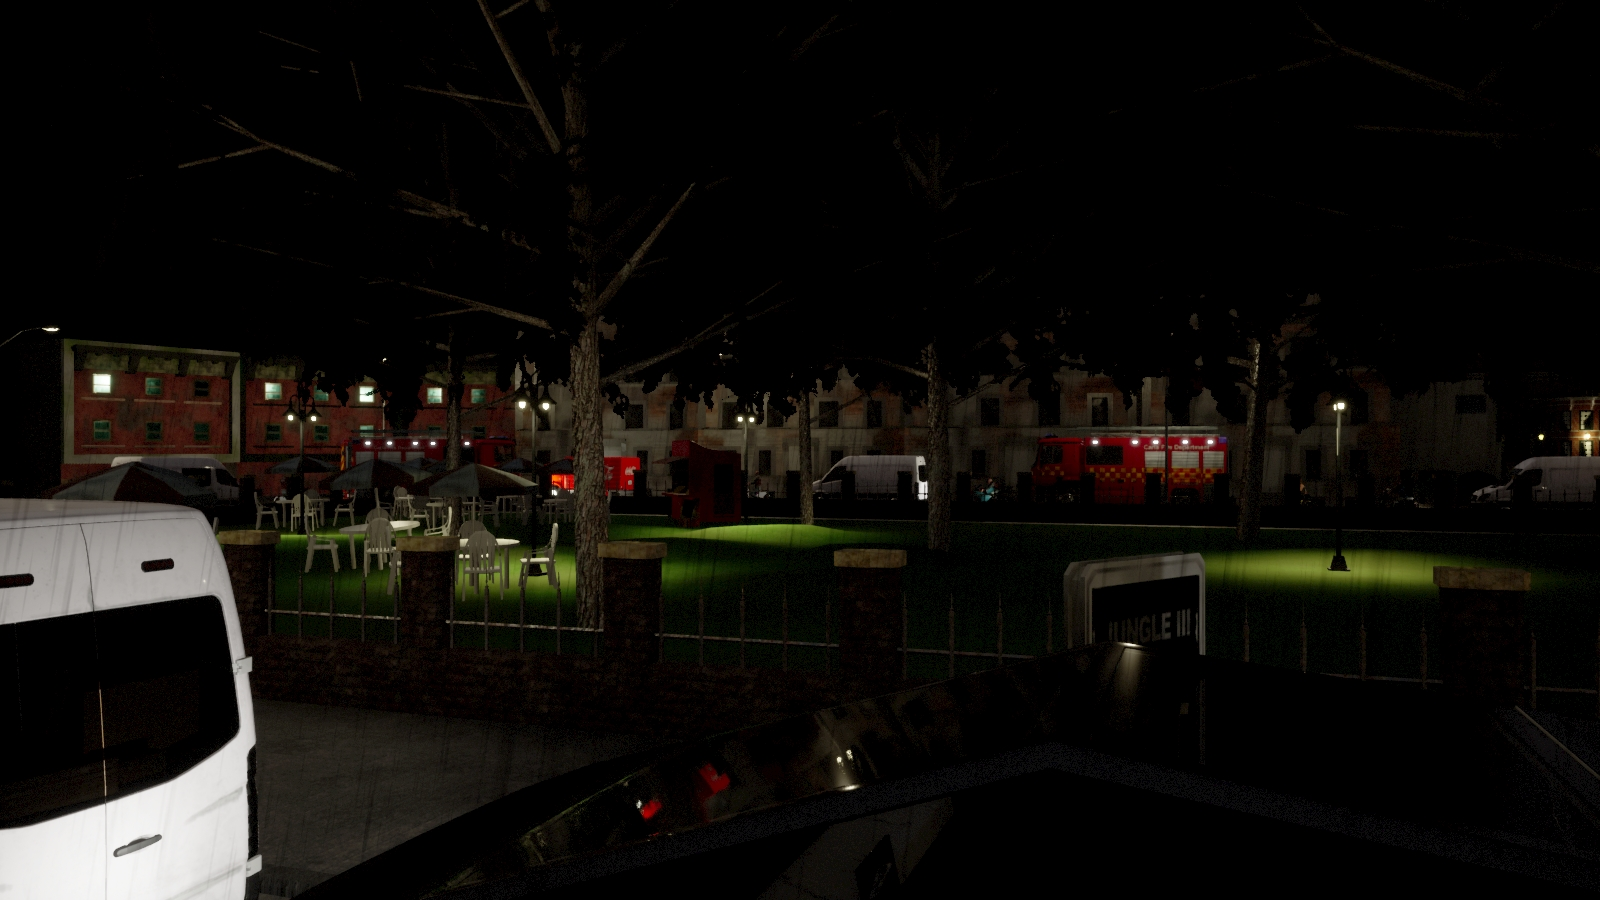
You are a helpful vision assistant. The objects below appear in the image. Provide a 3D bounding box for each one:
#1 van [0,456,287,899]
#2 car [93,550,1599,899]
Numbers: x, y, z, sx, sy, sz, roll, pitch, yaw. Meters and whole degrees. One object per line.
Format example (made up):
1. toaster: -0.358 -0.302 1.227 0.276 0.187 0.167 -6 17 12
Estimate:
1. van: -5.749 1.318 5.932 5.915 2.561 1.988 0 0 20
2. car: 1.308 1.534 3.365 6.274 2.098 2.390 0 0 20
